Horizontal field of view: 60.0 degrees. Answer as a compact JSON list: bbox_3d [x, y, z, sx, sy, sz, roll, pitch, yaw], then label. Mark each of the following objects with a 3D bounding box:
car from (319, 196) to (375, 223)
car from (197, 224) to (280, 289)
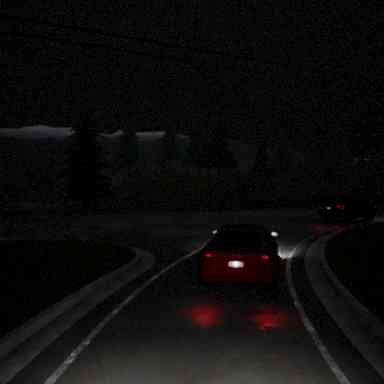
[{"bbox_3d":[12.654,1.346,27.035,5.566,2.045,2.150,0,-1,-36],"label":"car"},{"bbox_3d":[1.463,1.609,9.479,1.994,1.385,4.181,0,0,13],"label":"car"}]
